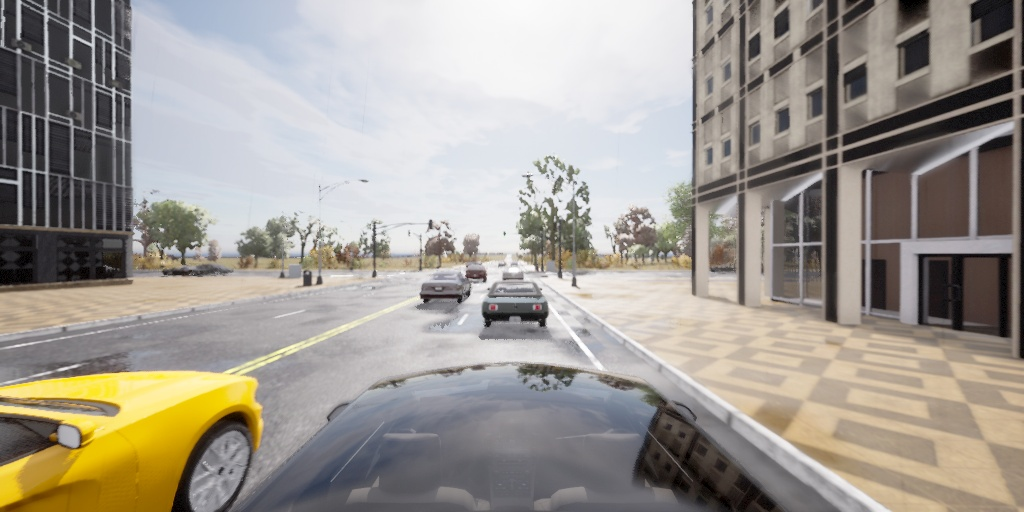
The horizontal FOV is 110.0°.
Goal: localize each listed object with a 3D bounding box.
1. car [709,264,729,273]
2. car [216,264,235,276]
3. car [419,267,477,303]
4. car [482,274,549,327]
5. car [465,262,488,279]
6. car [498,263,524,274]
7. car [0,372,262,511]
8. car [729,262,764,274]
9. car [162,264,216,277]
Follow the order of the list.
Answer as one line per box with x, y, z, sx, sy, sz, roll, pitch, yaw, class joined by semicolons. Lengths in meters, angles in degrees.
29.976;1.759;50.197;4.718;1.301;1.895;0;0;3;car
-39.301;1.807;47.197;4.892;1.490;1.837;0;0;3;car
-3.155;1.475;17.905;2.033;1.411;5.357;0;-1;0;car
0.095;1.466;12.058;1.895;1.301;4.718;0;-1;0;car
-3.345;1.574;33.763;1.882;1.535;5.008;0;-1;-3;car
0.094;1.615;31.037;2.033;1.411;5.357;0;-1;0;car
-3.150;1.221;1.149;1.882;1.535;5.008;0;0;0;car
31.662;1.522;46.860;4.553;1.767;2.097;0;0;3;car
-39.757;1.918;43.958;4.718;1.301;1.895;0;0;3;car
